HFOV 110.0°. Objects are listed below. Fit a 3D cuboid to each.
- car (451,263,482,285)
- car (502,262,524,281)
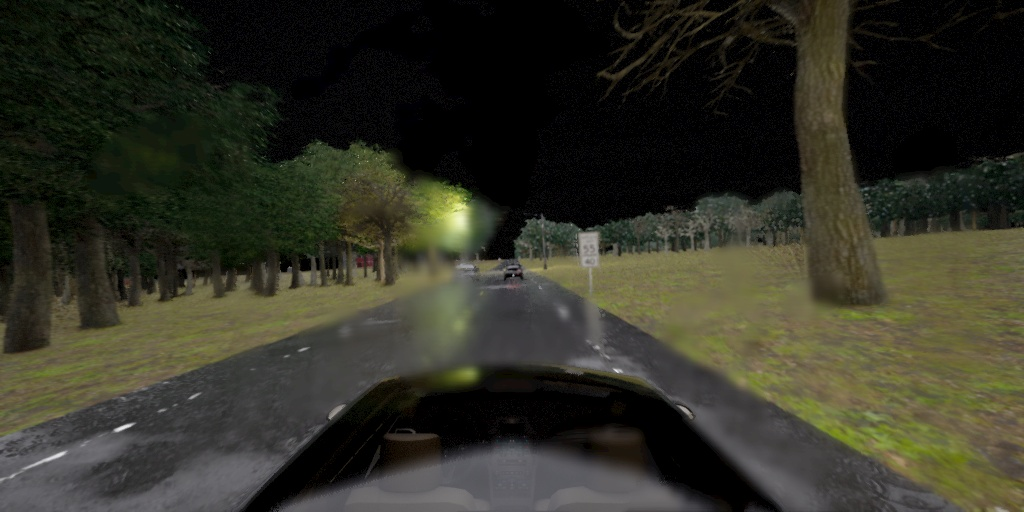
[{"bbox_3d":[-3.411,1.290,27.328,1.812,1.442,4.674,-3,-1,0],"label":"car"},{"bbox_3d":[0.149,1.525,34.861,1.837,1.490,4.892,-3,-1,1],"label":"car"}]
